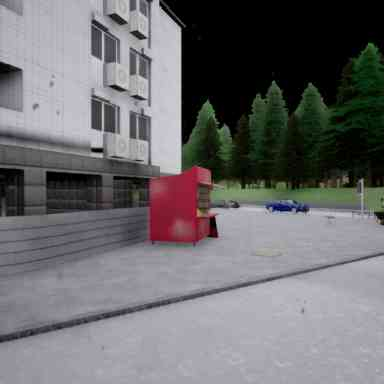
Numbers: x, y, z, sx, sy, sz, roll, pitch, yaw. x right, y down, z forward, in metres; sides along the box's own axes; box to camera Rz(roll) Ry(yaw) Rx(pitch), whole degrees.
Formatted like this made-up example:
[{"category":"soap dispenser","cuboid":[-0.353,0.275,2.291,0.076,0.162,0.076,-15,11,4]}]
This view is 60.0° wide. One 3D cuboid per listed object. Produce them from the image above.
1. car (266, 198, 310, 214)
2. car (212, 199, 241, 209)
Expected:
[{"category":"car","cuboid":[10.271,1.478,35.939,1.882,1.535,5.008,0,0,-35]},{"category":"car","cuboid":[4.487,1.564,44.070,1.994,1.385,4.181,0,0,-35]}]
